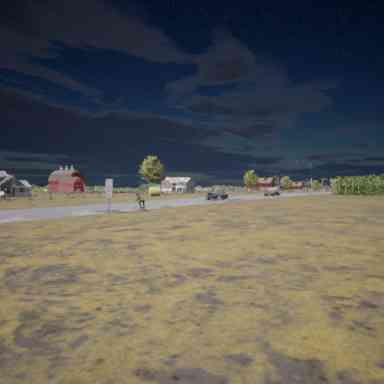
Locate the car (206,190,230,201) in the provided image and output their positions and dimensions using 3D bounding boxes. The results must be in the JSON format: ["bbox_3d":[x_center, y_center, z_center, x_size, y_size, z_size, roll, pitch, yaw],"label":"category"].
[{"bbox_3d":[4.040,0.506,50.426,1.837,1.490,4.892,1,2,35],"label":"car"}]

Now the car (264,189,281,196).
[{"bbox_3d":[16.445,0.153,67.869,2.033,1.411,5.357,1,2,35],"label":"car"}]

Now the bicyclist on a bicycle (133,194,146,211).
[{"bbox_3d":[-4.902,0.995,31.130,1.656,1.620,0.582,0,1,35],"label":"bicyclist on a bicycle"}]
